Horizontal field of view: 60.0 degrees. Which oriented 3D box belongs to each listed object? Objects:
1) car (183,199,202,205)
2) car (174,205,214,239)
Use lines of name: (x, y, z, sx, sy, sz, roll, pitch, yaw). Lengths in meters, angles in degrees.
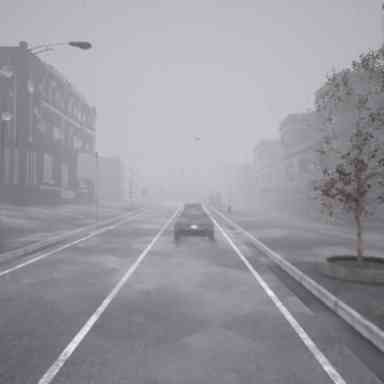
car: (0.100, 1.519, 35.354, 1.882, 1.535, 5.008, 0, 0, 0)
car: (0.100, 1.584, 17.465, 1.994, 1.385, 4.181, 0, 0, 0)
